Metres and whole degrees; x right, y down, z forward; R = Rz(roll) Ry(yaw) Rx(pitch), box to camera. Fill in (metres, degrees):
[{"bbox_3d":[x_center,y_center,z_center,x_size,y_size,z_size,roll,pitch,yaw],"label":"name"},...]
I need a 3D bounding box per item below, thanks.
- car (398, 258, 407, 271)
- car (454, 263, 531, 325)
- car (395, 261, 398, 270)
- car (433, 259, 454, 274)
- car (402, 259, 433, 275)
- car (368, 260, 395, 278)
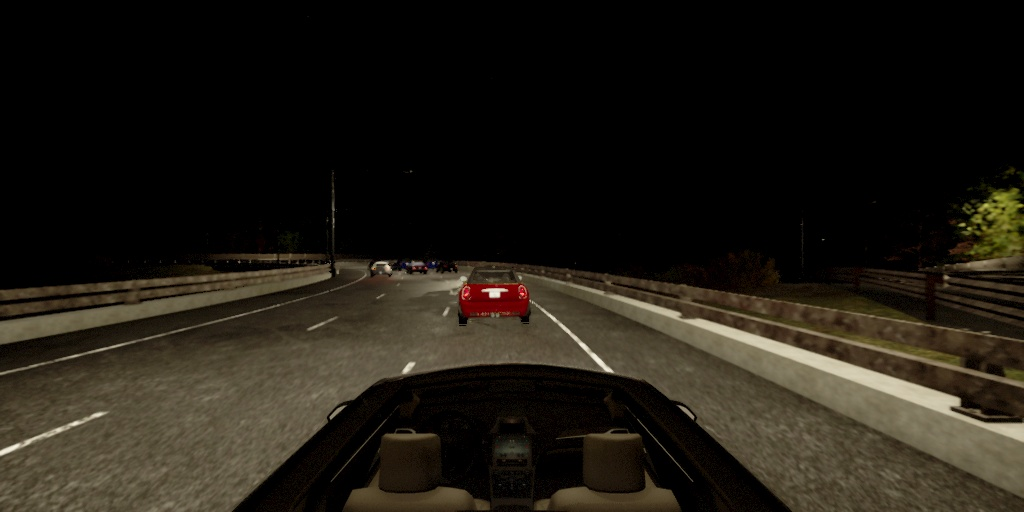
[{"bbox_3d":[-15.169,1.134,50.328,2.097,1.767,4.553,0,0,-28],"label":"car"},{"bbox_3d":[-0.687,1.095,12.097,2.097,1.767,4.553,0,0,-6],"label":"car"},{"bbox_3d":[-14.193,1.281,39.474,2.128,1.511,4.902,0,0,-23],"label":"car"},{"bbox_3d":[-7.589,1.275,41.796,1.812,1.442,4.674,0,0,-23],"label":"car"},{"bbox_3d":[-10.669,1.316,40.105,2.033,1.411,5.357,0,0,-23],"label":"car"},{"bbox_3d":[-12.690,1.311,34.952,1.812,1.442,4.674,0,0,-18],"label":"car"}]
